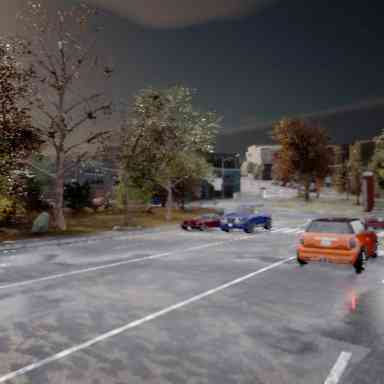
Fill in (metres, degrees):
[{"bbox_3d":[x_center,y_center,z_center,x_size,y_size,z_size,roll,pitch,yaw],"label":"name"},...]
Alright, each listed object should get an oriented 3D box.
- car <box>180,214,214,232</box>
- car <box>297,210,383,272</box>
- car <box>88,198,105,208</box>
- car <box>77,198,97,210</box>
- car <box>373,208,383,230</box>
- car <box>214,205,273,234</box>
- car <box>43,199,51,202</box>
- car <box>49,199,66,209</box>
[{"bbox_3d":[1.083,2.463,27.030,1.895,1.301,4.718,-2,-2,36],"label":"car"},{"bbox_3d":[5.628,1.725,12.591,2.097,1.767,4.553,-2,-2,36],"label":"car"},{"bbox_3d":[-17.514,2.144,63.785,2.435,2.045,5.566,-2,0,-3],"label":"car"},{"bbox_3d":[-20.365,2.242,64.722,2.435,2.045,5.566,-2,0,-3],"label":"car"},{"bbox_3d":[14.162,1.969,24.400,2.097,1.767,4.553,-2,-2,37],"label":"car"},{"bbox_3d":[4.293,2.001,25.513,2.150,2.045,5.566,-2,-2,36],"label":"car"},{"bbox_3d":[-28.858,2.509,67.424,2.435,2.045,5.566,-2,0,-2],"label":"car"},{"bbox_3d":[-25.995,2.678,66.297,1.946,1.575,5.366,-2,0,-2],"label":"car"}]
